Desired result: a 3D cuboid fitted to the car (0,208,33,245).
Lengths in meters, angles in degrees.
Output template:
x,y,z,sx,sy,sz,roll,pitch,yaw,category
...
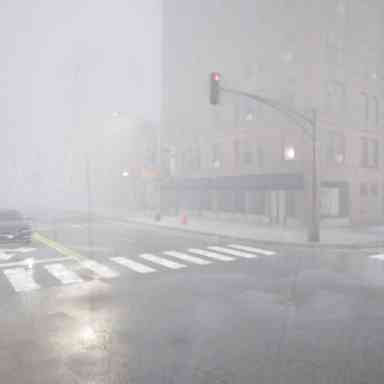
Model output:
x,y,z,sx,sy,sz,roll,pitch,yaw,category
-8.542,1.500,14.915,1.837,1.490,4.892,1,0,-37,car
